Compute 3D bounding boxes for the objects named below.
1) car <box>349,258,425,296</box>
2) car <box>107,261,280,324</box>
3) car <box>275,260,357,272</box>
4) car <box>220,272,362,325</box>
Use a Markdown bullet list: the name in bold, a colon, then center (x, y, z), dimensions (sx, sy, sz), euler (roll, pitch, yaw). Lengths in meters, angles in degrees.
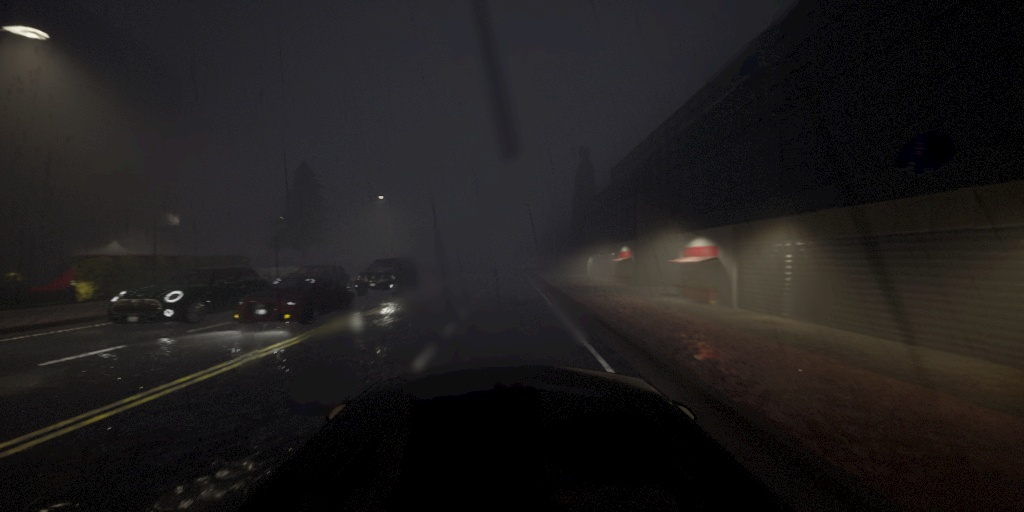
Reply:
- **car**: center (-7.020, 1.125, 20.868), dimensions (2.150, 2.045, 5.566), euler (0, -1, 0)
- **car**: center (-10.502, 1.169, 12.184), dimensions (2.097, 1.767, 4.553), euler (0, 0, 0)
- **car**: center (-10.539, 1.233, 19.221), dimensions (2.097, 1.767, 4.553), euler (0, -1, 1)
- **car**: center (-7.004, 1.390, 12.023), dimensions (1.994, 1.385, 4.181), euler (0, -1, 0)
